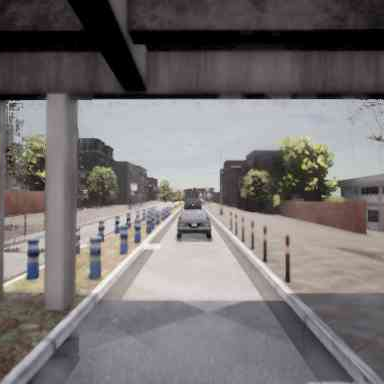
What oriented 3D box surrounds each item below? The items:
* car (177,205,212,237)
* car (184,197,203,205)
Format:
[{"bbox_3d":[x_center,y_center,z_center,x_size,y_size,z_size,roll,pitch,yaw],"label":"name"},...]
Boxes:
[{"bbox_3d":[0.102,1.686,18.748,2.033,1.411,5.357,0,-1,0],"label":"car"},{"bbox_3d":[0.117,1.680,42.371,2.150,2.045,5.566,0,-1,0],"label":"car"}]
